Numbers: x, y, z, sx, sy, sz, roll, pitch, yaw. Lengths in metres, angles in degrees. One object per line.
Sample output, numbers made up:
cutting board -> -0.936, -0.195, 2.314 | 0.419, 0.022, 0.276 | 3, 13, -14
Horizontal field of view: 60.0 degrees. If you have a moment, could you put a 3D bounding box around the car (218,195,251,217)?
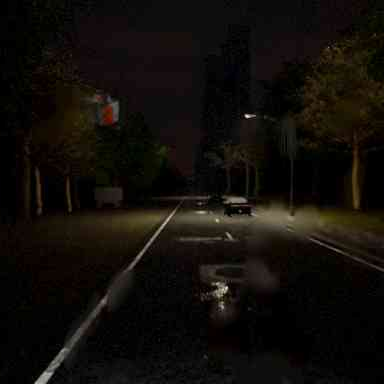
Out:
car -> 3.618, 1.199, 27.238 | 2.128, 1.511, 4.902 | 0, 1, 0

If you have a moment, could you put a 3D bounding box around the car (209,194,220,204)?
car -> 3.635, 1.019, 49.598 | 1.994, 1.385, 4.181 | 0, 1, 0
